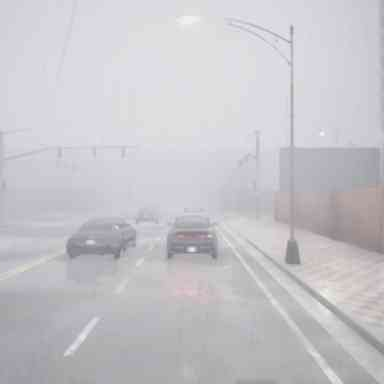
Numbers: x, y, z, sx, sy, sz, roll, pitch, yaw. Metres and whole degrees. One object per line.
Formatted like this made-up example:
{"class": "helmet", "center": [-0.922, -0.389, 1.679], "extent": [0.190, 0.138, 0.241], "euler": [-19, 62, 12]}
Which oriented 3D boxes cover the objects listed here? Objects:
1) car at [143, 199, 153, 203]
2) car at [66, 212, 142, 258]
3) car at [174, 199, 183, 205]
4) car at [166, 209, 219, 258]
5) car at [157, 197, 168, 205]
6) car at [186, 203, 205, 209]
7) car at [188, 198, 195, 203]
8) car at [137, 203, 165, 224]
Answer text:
{"class": "car", "center": [-10.544, 2.478, 80.004], "extent": [1.994, 1.385, 4.181], "euler": [0, -1, 0]}
{"class": "car", "center": [-3.484, 1.722, 13.503], "extent": [1.994, 1.385, 4.181], "euler": [0, -1, 0]}
{"class": "car", "center": [-3.548, 2.555, 86.948], "extent": [1.994, 1.385, 4.181], "euler": [0, -1, 0]}
{"class": "car", "center": [0.015, 1.665, 13.472], "extent": [1.837, 1.490, 4.892], "euler": [0, 0, 0]}
{"class": "car", "center": [-7.044, 2.150, 79.980], "extent": [2.150, 2.045, 5.566], "euler": [0, -1, 0]}
{"class": "car", "center": [0.332, 1.923, 28.135], "extent": [1.895, 1.301, 4.718], "euler": [0, 0, 10]}
{"class": "car", "center": [-0.048, 2.476, 86.587], "extent": [1.882, 1.535, 5.008], "euler": [0, -1, 0]}
{"class": "car", "center": [-3.584, 1.865, 27.495], "extent": [2.033, 1.411, 5.357], "euler": [0, -1, -2]}
